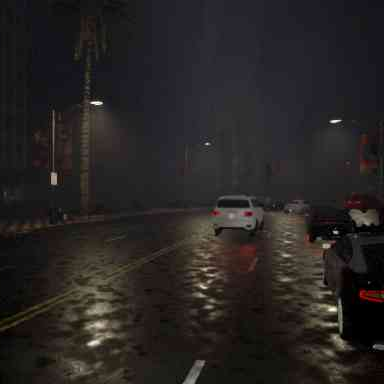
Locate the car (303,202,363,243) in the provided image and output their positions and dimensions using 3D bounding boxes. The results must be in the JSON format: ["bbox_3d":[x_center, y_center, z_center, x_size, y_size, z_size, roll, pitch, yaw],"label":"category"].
[{"bbox_3d":[6.482,1.478,15.777,1.882,1.535,5.008,0,0,17],"label":"car"}]

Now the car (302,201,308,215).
[{"bbox_3d":[8.169,1.526,21.092,1.812,1.442,4.674,0,0,21],"label":"car"}]

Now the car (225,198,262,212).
[{"bbox_3d":[6.135,1.477,39.168,1.882,1.535,5.008,0,0,43],"label":"car"}]

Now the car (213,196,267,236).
[{"bbox_3d":[2.716,1.221,18.570,2.150,2.045,5.566,0,0,17],"label":"car"}]

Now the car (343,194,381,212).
[{"bbox_3d":[18.855,1.221,36.666,5.566,2.045,2.150,0,0,-36],"label":"car"}]

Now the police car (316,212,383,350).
[{"bbox_3d":[3.617,1.425,6.311,1.930,1.638,5.238,0,0,17],"label":"police car"}]

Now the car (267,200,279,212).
[{"bbox_3d":[9.924,1.601,38.248,4.718,1.301,1.895,0,0,-45],"label":"car"}]

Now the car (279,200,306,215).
[{"bbox_3d":[11.058,1.525,33.977,1.812,1.442,4.674,0,0,40],"label":"car"}]
